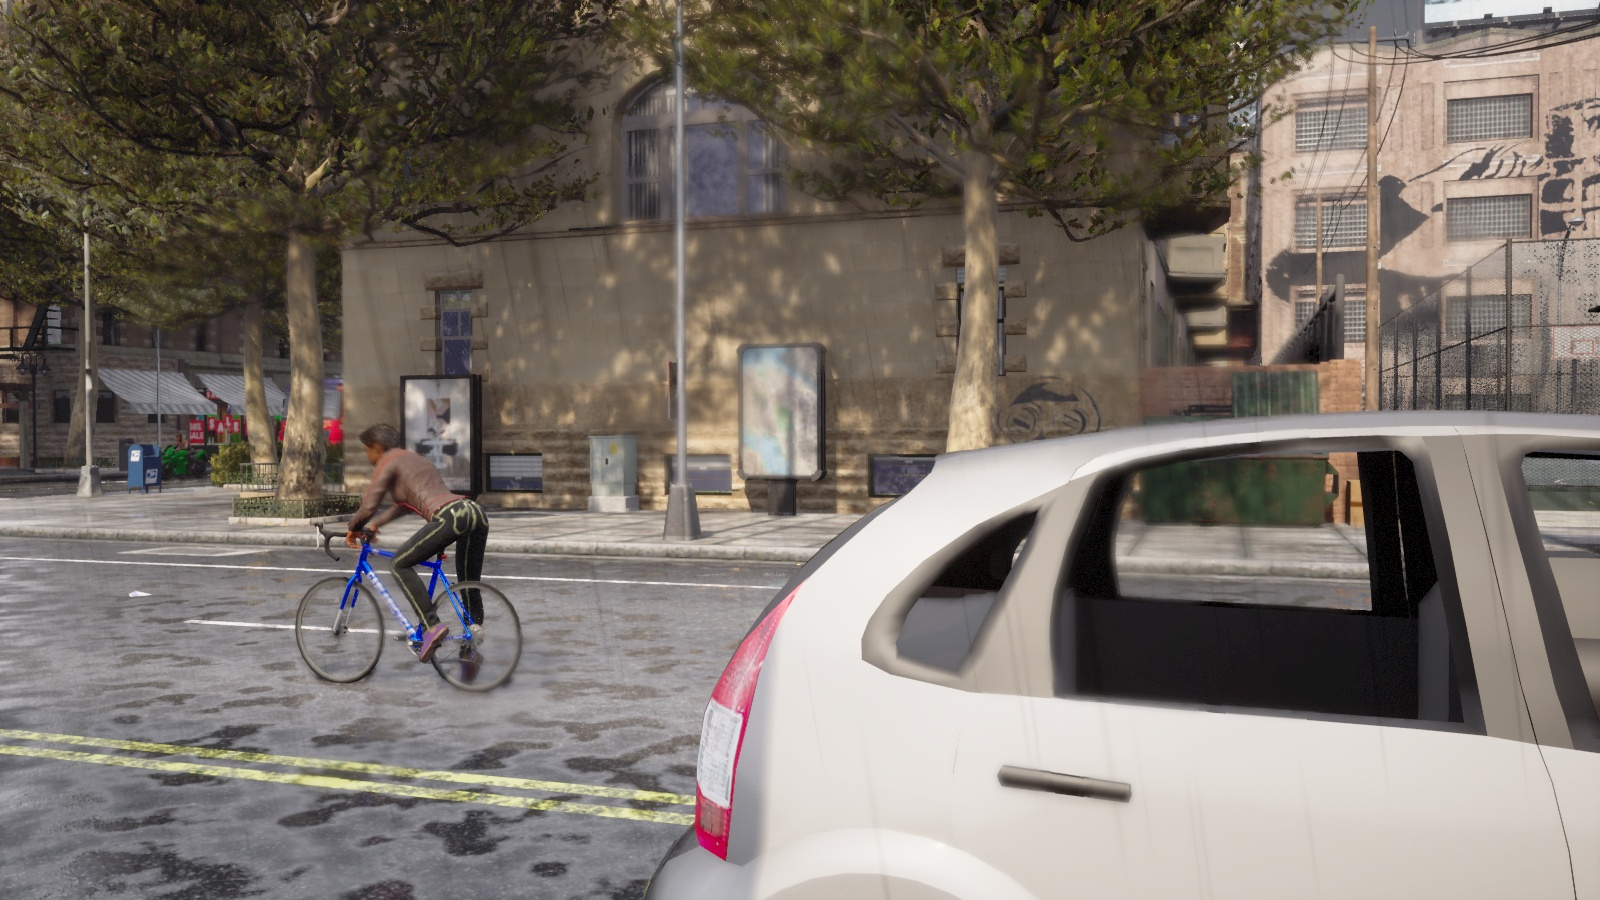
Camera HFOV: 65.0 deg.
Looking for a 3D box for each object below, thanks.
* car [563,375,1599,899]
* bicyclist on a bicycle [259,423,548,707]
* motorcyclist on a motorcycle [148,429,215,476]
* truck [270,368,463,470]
[{"bbox_3d":[1.739,0.690,2.607,3.988,1.617,1.851,1,1,19],"label":"car"},{"bbox_3d":[-2.426,0.647,7.694,1.656,1.620,0.582,0,1,19],"label":"bicyclist on a bicycle"},{"bbox_3d":[-20.733,0.056,42.158,0.797,1.523,2.044,1,1,19],"label":"motorcyclist on a motorcycle"},{"bbox_3d":[-17.521,-1.230,51.577,2.891,3.827,8.468,1,1,19],"label":"truck"}]
